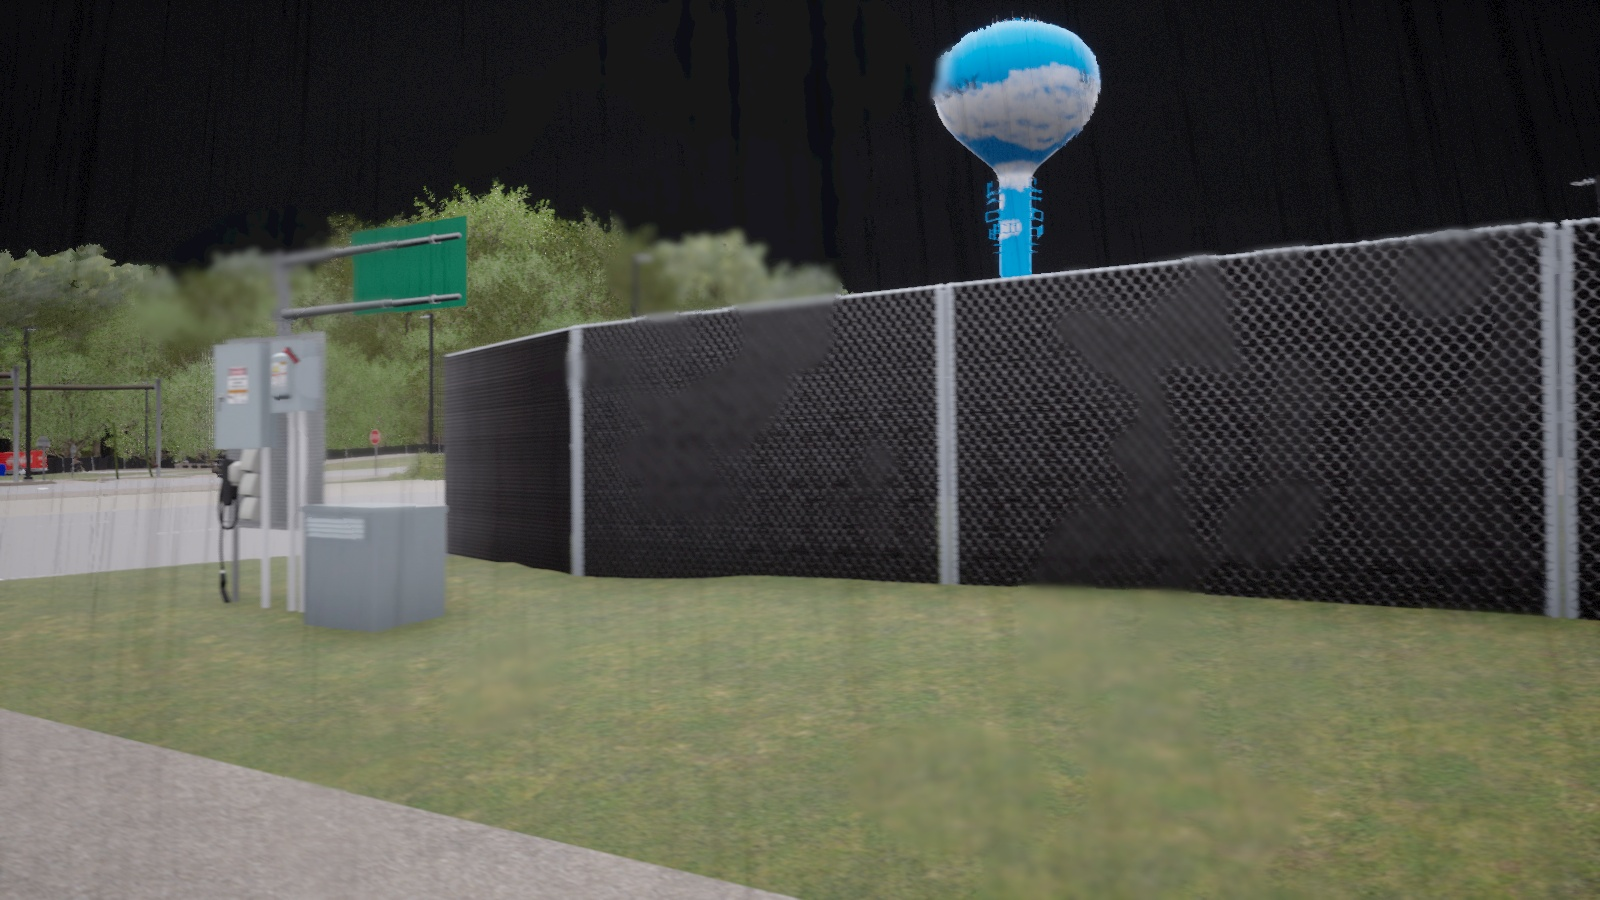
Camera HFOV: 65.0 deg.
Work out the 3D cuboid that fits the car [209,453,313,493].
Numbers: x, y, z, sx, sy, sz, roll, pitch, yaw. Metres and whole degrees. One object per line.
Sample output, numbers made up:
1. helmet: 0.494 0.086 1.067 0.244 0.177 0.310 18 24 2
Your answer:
1. car: -28.116 1.169 65.613 1.932 1.855 4.605 -1 1 33
